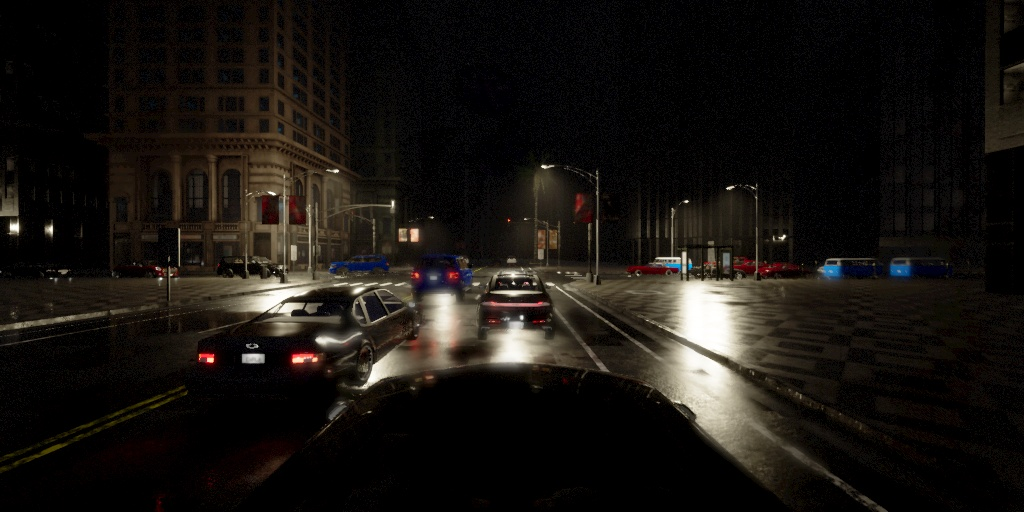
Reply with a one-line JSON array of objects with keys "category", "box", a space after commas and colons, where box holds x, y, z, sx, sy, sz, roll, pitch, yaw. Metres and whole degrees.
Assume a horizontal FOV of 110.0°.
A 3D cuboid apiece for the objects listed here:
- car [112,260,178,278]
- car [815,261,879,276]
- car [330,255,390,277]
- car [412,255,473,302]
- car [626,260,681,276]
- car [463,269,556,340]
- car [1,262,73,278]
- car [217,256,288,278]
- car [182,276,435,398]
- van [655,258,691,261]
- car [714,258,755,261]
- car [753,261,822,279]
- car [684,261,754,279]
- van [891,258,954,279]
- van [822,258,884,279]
[{"category": "car", "box": [-33.178, 1.138, 32.541, 4.553, 1.767, 2.097, 0, 0, 0]}, {"category": "car", "box": [33.261, 1.247, 35.683, 4.674, 1.442, 1.812, 0, 0, 1]}, {"category": "car", "box": [-15.197, 0.974, 36.059, 5.566, 2.045, 2.150, 0, 2, -28]}, {"category": "car", "box": [-3.159, 0.972, 17.127, 2.150, 2.045, 5.566, 0, 0, 0]}, {"category": "car", "box": [13.877, 1.334, 35.673, 4.718, 1.301, 1.895, 0, 0, 2]}, {"category": "car", "box": [0.088, 1.240, 9.956, 2.128, 1.511, 4.902, 0, 0, 0]}, {"category": "car", "box": [-43.161, 1.290, 32.590, 4.902, 1.511, 2.128, 0, 0, 0]}, {"category": "car", "box": [-23.459, 0.996, 32.492, 5.566, 2.045, 2.150, 0, 0, 0]}, {"category": "car", "box": [-3.150, 1.297, 6.886, 2.033, 1.411, 5.357, 0, 0, 0]}, {"category": "van", "box": [17.047, 1.064, 38.340, 3.998, 1.789, 1.690, 0, 0, 0]}, {"category": "car", "box": [23.319, 1.204, 35.679, 5.008, 1.535, 1.882, 0, 0, 0]}, {"category": "car", "box": [22.734, 1.326, 29.819, 4.207, 1.307, 1.802, 0, 0, 0]}, {"category": "car", "box": [17.056, 1.298, 29.815, 4.403, 1.370, 2.007, 0, 0, 0]}, {"category": "van", "box": [34.088, 1.079, 29.830, 3.998, 1.789, 1.690, 0, 0, 0]}, {"category": "van", "box": [28.411, 1.081, 29.825, 3.998, 1.789, 1.690, 0, 0, 0]}]
